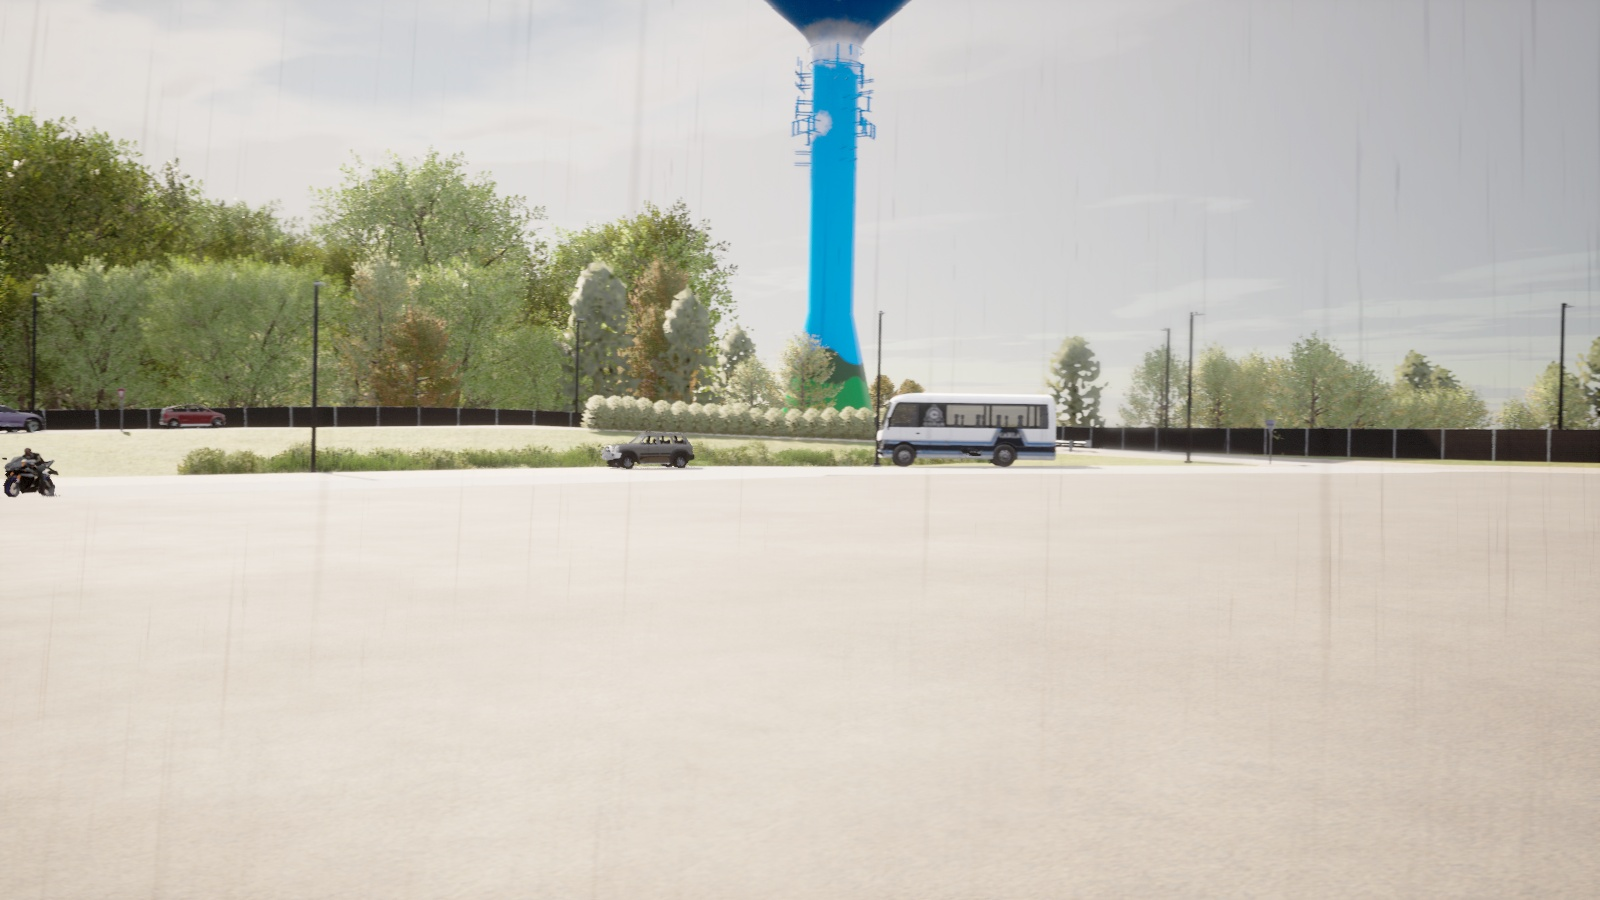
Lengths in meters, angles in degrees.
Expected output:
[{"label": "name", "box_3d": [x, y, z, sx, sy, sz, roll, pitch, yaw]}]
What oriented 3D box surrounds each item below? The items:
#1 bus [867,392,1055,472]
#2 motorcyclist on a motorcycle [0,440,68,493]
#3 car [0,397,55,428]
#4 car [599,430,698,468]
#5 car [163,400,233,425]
[{"label": "bus", "box_3d": [9.074, -1.043, 71.948, 10.273, 4.253, 3.944, 1, 1, 3]}, {"label": "motorcyclist on a motorcycle", "box_3d": [-22.896, 0.519, 37.364, 0.866, 1.530, 2.191, -1, -2, 3]}, {"label": "car", "box_3d": [-43.807, -2.051, 68.772, 2.033, 1.649, 4.856, 1, 2, 25]}, {"label": "car", "box_3d": [-7.640, -0.050, 63.422, 4.605, 1.855, 1.932, 0, 1, -30]}, {"label": "car", "box_3d": [-37.914, -2.377, 79.069, 3.705, 1.549, 1.789, -2, 2, -36]}]
